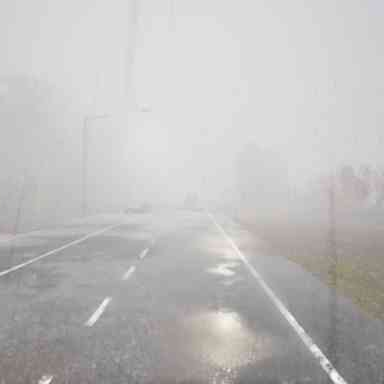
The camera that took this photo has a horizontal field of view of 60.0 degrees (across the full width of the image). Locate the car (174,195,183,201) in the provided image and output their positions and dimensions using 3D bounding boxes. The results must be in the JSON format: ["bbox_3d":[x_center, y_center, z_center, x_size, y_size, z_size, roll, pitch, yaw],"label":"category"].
[{"bbox_3d":[-3.535,1.440,85.460,1.837,1.490,4.892,0,0,0],"label":"car"}]

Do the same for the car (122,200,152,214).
[{"bbox_3d":[-5.678,1.556,35.200,2.033,1.411,5.357,0,0,8],"label":"car"}]

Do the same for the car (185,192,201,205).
[{"bbox_3d":[-0.021,1.204,57.150,2.150,2.045,5.566,0,-1,0],"label":"car"}]
